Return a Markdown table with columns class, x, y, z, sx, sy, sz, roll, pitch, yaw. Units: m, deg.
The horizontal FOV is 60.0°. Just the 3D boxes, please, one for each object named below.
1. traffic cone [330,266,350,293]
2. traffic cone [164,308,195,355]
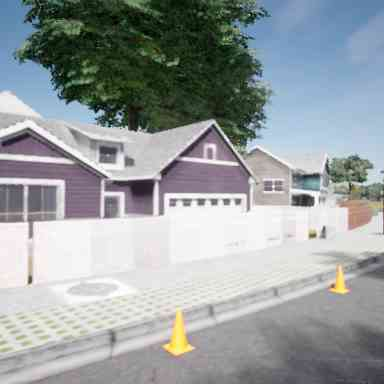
| class | x | y | z | sx | sy | sz | roll | pitch | yaw |
| --- | --- | --- | --- | --- | --- | --- | --- | --- | --- |
| traffic cone | 3.567 | 2.080 | 8.009 | 0.340 | 0.580 | 0.340 | 1 | -1 | -41 |
| traffic cone | -0.188 | 2.011 | 4.919 | 0.340 | 0.580 | 0.340 | 1 | -1 | -38 |
